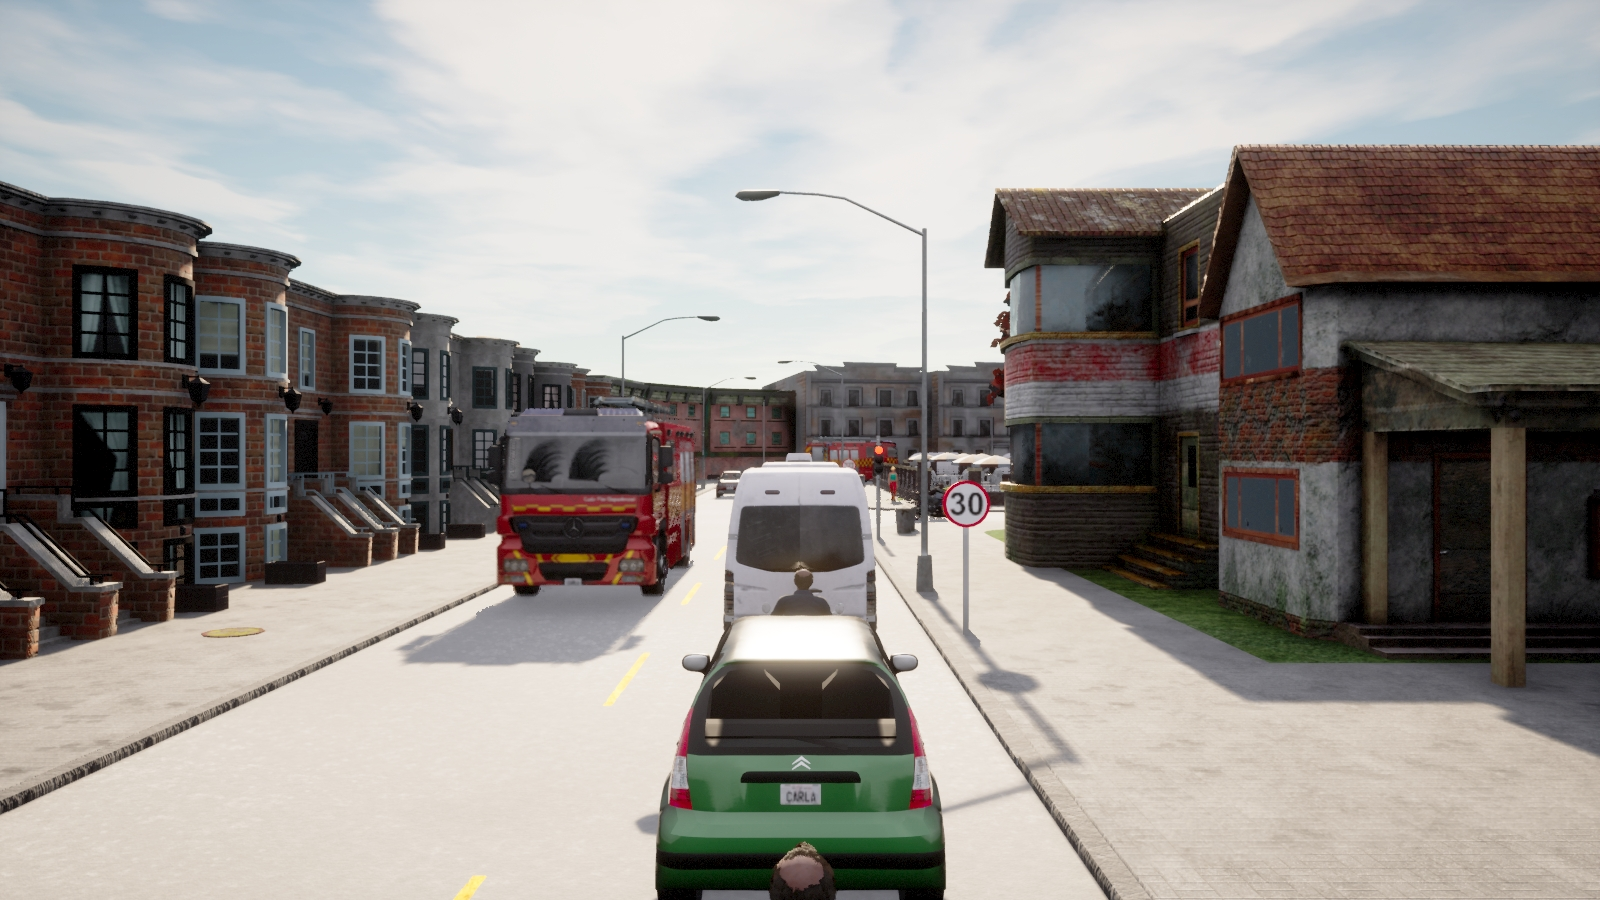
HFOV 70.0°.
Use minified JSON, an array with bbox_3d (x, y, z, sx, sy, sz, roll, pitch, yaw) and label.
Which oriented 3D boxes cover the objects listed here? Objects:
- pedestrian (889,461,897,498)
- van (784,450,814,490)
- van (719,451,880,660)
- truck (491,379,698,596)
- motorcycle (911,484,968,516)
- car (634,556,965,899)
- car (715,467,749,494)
[{"bbox_3d":[4.769,1.494,58.456,0.375,1.860,0.375,0,0,0],"label":"pedestrian"},{"bbox_3d":[-0.059,1.286,76.777,1.988,2.561,5.915,0,0,0],"label":"van"},{"bbox_3d":[-0.006,1.308,17.043,1.988,2.561,5.915,0,0,0],"label":"van"},{"bbox_3d":[-4.003,0.661,24.414,2.891,3.827,8.468,0,0,0],"label":"truck"},{"bbox_3d":[5.481,1.968,44.963,2.209,1.251,0.867,0,-1,6],"label":"motorcycle"},{"bbox_3d":[-0.003,1.776,8.384,1.851,1.617,3.988,0,0,0],"label":"car"},{"bbox_3d":[-4.014,1.781,67.520,1.789,1.549,3.705,0,0,0],"label":"car"}]
